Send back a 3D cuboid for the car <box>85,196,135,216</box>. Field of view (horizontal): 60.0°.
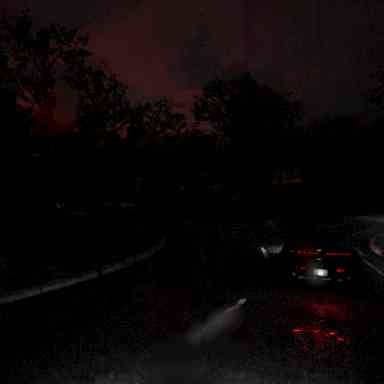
[{"bbox_3d":[-8.748,1.440,35.514,5.566,2.045,2.150,0,-1,24],"label":"car"}]

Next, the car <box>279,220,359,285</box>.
[{"bbox_3d":[3.706,1.604,9.983,1.837,1.490,4.892,0,0,18],"label":"car"}]
